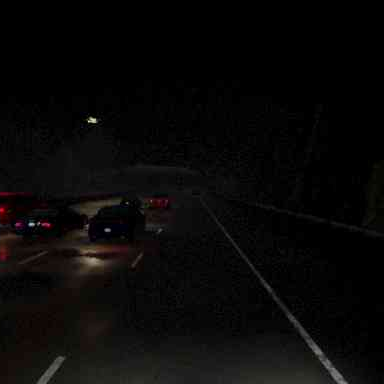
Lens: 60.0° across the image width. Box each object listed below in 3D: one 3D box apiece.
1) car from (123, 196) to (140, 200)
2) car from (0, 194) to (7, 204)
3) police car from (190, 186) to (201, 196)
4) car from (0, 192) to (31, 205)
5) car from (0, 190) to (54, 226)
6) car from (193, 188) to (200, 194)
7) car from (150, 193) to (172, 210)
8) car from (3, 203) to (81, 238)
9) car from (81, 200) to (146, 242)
[{"bbox_3d":[-6.895,1.139,37.521,1.994,1.385,4.181,0,1,0],"label":"car"},{"bbox_3d":[-28.062,0.965,46.405,1.994,1.385,4.181,0,1,0],"label":"car"},{"bbox_3d":[1.060,0.038,75.791,1.930,1.638,5.238,0,2,0],"label":"police car"},{"bbox_3d":[-24.572,0.878,46.393,1.882,1.535,5.008,0,1,0],"label":"car"},{"bbox_3d":[-10.385,1.062,19.682,2.150,2.045,5.566,0,1,0],"label":"car"},{"bbox_3d":[1.062,-0.197,85.688,1.812,1.442,4.674,0,2,0],"label":"car"},{"bbox_3d":[-3.395,0.941,36.681,2.097,1.767,4.553,0,1,0],"label":"car"},{"bbox_3d":[-6.897,1.420,16.826,2.033,1.411,5.357,0,1,0],"label":"car"},{"bbox_3d":[-3.398,1.360,15.861,1.882,1.535,5.008,0,1,0],"label":"car"}]
